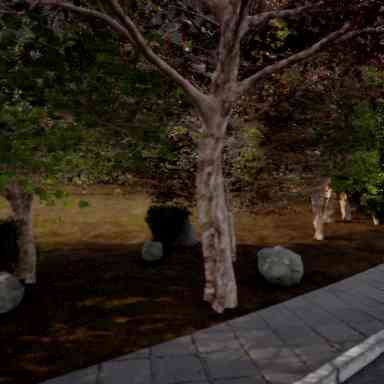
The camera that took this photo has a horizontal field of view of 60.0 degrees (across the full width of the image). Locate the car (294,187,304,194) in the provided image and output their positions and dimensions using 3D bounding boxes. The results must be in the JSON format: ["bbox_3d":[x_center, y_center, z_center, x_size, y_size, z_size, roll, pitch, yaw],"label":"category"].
[{"bbox_3d":[22.731,-0.272,69.996,1.946,1.575,5.366,5,2,31],"label":"car"}]
